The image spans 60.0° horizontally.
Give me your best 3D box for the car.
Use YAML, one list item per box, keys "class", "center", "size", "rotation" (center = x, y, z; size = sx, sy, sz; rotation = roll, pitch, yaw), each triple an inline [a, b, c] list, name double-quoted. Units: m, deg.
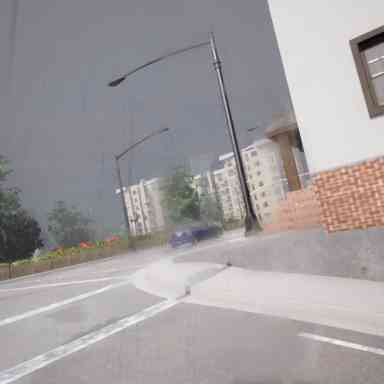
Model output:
- class: "car"
  center: [0.351, 3.031, 25.128]
  size: [2.097, 1.767, 4.553]
  rotation: [-16, -8, 35]
